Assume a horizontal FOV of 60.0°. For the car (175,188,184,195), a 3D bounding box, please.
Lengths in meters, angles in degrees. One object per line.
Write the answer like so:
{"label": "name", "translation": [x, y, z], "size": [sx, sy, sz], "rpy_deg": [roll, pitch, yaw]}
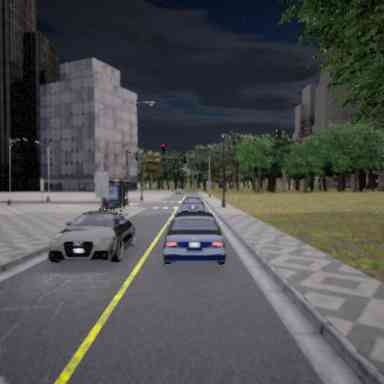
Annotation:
{"label": "car", "translation": [-3.064, -0.133, 81.160], "size": [2.097, 1.767, 4.553], "rpy_deg": [0, 1, 0]}

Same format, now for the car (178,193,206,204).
{"label": "car", "translation": [0.078, 1.092, 25.937], "size": [2.033, 1.411, 5.357], "rpy_deg": [0, 1, 0]}

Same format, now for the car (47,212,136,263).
{"label": "car", "translation": [-3.099, 1.371, 11.058], "size": [1.994, 1.385, 4.181], "rpy_deg": [0, 1, 0]}

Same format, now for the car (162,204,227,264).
{"label": "car", "translation": [0.077, 1.355, 11.011], "size": [2.033, 1.411, 5.357], "rpy_deg": [0, 1, 0]}
